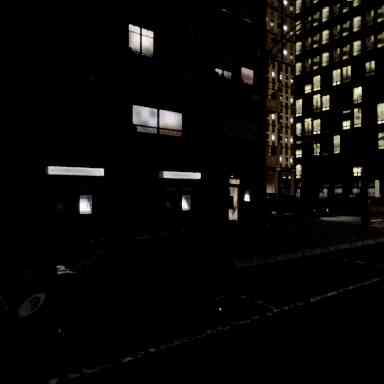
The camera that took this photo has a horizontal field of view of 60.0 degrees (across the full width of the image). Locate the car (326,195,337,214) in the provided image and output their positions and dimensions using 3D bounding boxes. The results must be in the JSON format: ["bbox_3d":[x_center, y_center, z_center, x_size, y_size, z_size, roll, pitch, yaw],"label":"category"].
[{"bbox_3d":[9.429,1.197,28.638,1.837,1.490,4.892,0,1,-36],"label":"car"}]

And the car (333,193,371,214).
[{"bbox_3d":[14.342,1.029,31.763,2.192,1.841,5.009,1,0,-36],"label":"car"}]

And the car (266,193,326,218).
[{"bbox_3d":[7.630,1.010,26.746,2.192,1.841,5.009,2,0,-36],"label":"car"}]

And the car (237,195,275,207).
[{"bbox_3d":[7.759,1.073,40.698,1.947,1.339,4.313,1,0,-36],"label":"car"}]

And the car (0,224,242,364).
[{"bbox_3d":[-1.116,1.440,5.780,4.097,1.590,1.967,0,0,-36],"label":"car"}]
